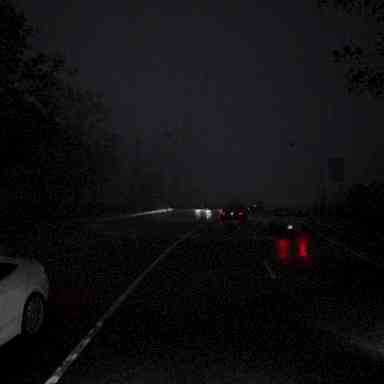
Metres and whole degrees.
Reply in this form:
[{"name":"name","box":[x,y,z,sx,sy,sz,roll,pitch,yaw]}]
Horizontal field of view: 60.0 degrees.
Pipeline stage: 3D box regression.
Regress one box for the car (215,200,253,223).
[{"name":"car","box":[3.397,1.578,25.879,2.033,1.411,5.357,0,0,13]}]

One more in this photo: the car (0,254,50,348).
[{"name":"car","box":[-3.374,1.519,3.888,1.812,1.442,4.674,0,0,3]}]

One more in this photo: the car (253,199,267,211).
[{"name":"car","box":[8.260,1.624,41.943,1.994,1.385,4.181,0,0,19]}]

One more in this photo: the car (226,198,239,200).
[{"name":"car","box":[5.351,1.552,44.876,1.837,1.490,4.892,0,0,20]}]

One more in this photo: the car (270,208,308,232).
[{"name":"car","box":[5.797,1.637,20.394,1.895,1.301,4.718,0,0,11]}]

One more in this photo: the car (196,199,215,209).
[{"name":"car","box":[2.104,1.632,46.210,1.895,1.301,4.718,0,0,20]}]
